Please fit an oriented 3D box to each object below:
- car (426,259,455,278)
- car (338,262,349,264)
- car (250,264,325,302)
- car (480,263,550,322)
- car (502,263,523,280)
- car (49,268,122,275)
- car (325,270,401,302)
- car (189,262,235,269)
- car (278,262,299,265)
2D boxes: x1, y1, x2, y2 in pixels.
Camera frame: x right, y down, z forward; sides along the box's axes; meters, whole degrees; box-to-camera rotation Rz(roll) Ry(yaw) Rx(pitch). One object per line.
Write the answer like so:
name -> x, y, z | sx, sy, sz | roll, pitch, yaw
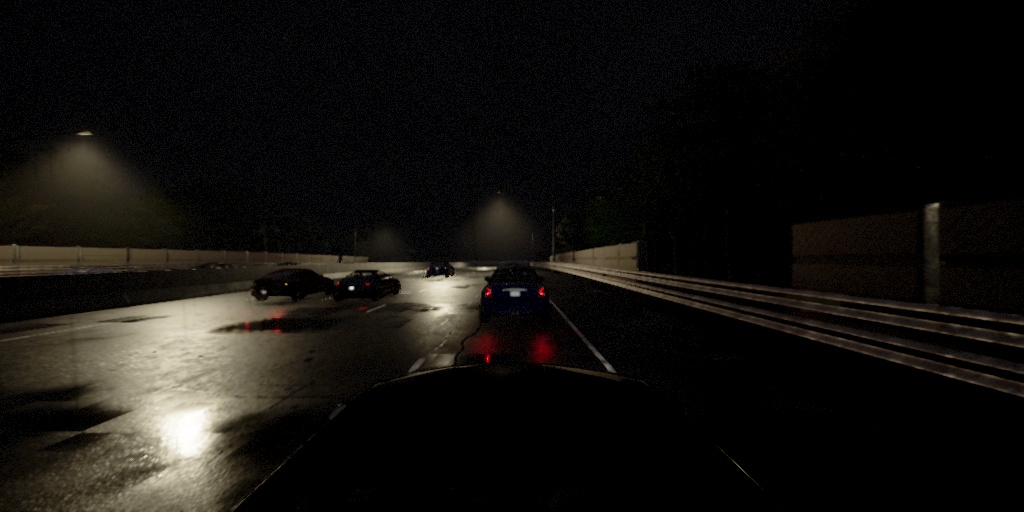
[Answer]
car -> -6.957, 1.217, 35.353 | 2.097, 1.767, 4.553 | 0, 0, 0
car -> -21.150, 1.515, 45.102 | 1.812, 1.442, 4.674 | 0, -1, 0
car -> -10.414, 1.324, 17.364 | 1.812, 1.442, 4.674 | 0, 0, 0
car -> 0.086, 1.124, 12.561 | 2.097, 1.767, 4.553 | 0, 0, 0
car -> 0.059, 1.365, 33.721 | 1.812, 1.442, 4.674 | 0, 0, 0
car -> -24.629, 1.379, 20.618 | 2.033, 1.411, 5.357 | 0, 0, 0
car -> -6.923, 1.356, 17.466 | 1.994, 1.385, 4.181 | 0, 0, 0
car -> -31.648, 1.440, 37.844 | 1.837, 1.490, 4.892 | 0, 0, 0
car -> -28.145, 1.508, 44.907 | 1.837, 1.490, 4.892 | 0, -1, 0
